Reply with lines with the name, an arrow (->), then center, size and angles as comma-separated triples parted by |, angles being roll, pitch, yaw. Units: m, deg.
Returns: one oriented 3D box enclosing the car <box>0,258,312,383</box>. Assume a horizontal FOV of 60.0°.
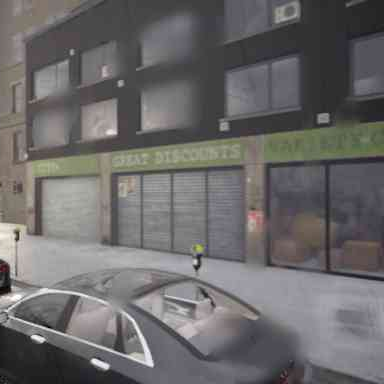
car -> -0.971, 1.566, 3.770 | 4.403, 1.369, 2.008 | 0, 0, 35
